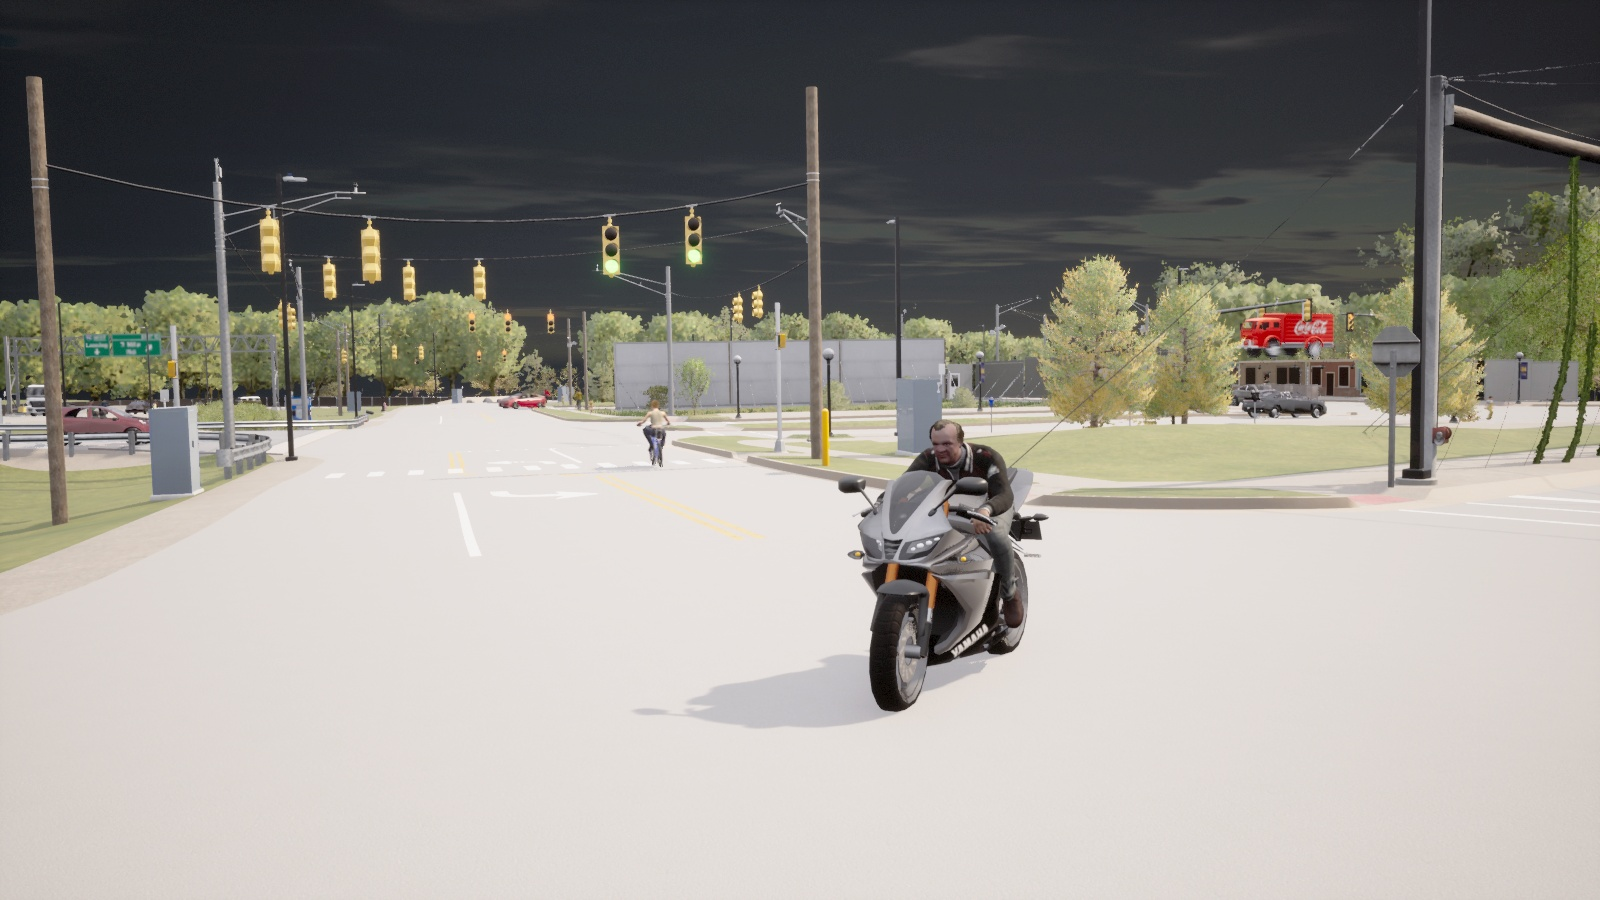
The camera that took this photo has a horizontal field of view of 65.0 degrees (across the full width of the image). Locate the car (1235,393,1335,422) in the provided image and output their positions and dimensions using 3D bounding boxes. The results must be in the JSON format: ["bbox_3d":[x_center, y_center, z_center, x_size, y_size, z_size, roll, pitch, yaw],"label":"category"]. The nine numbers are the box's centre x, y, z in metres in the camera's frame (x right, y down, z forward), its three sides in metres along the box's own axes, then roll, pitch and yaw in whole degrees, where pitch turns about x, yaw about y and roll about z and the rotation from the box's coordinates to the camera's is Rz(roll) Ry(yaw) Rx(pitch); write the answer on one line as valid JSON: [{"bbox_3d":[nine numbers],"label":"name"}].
[{"bbox_3d":[26.528,-2.331,68.686,4.902,1.511,2.128,-1,3,-20],"label":"car"}]

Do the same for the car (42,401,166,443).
[{"bbox_3d":[-26.088,-1.086,47.179,3.633,1.501,1.845,-1,3,-11],"label":"car"}]

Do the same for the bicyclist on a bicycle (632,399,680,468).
[{"bbox_3d":[-3.502,-0.427,30.391,0.866,1.612,1.509,-2,3,-17],"label":"bicyclist on a bicycle"}]

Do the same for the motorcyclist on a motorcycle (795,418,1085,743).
[{"bbox_3d":[0.893,0.607,7.232,0.866,1.530,2.191,0,3,29],"label":"motorcyclist on a motorcycle"}]

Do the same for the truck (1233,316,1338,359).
[{"bbox_3d":[28.985,-6.727,75.115,5.204,2.467,2.627,-1,6,-15],"label":"truck"}]

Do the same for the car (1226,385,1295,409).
[{"bbox_3d":[33.306,-3.852,91.038,2.152,1.651,5.027,-2,4,-15],"label":"car"}]
